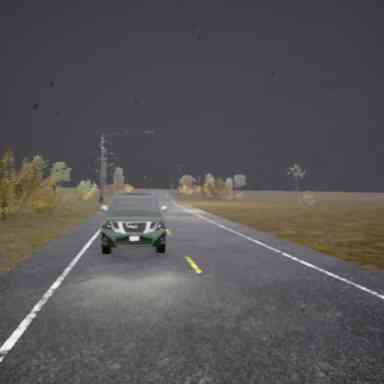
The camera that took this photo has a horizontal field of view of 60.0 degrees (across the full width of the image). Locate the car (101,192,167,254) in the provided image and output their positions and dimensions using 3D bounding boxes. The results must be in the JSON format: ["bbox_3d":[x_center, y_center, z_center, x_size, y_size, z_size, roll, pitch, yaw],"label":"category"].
[{"bbox_3d":[-2.280,1.061,13.206,2.150,2.045,5.566,1,1,-10],"label":"car"}]
